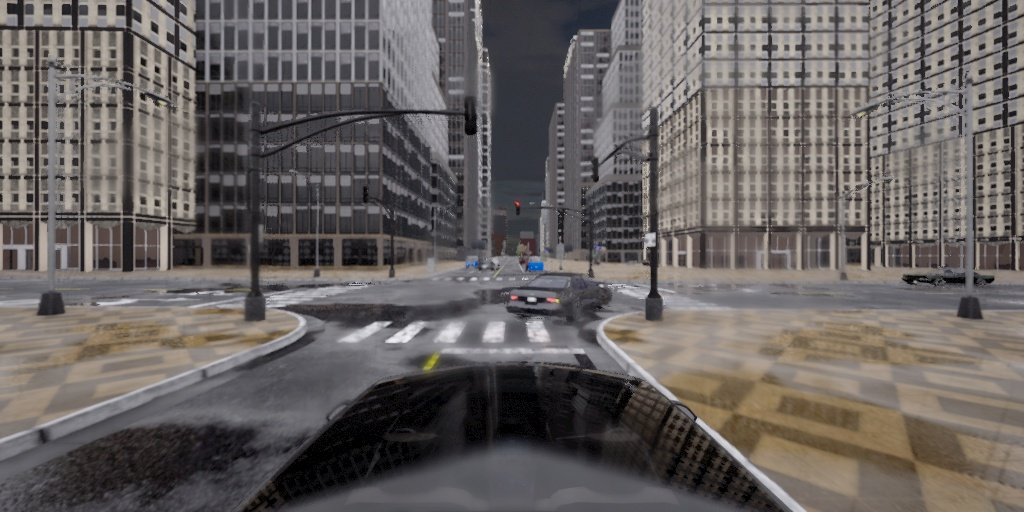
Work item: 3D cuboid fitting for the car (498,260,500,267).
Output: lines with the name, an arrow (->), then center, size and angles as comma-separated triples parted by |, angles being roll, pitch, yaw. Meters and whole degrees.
car -> -3.092, 1.086, 61.414 | 1.812, 1.442, 4.674 | 0, 0, 1

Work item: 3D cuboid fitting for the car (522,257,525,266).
car -> 2.609, 1.153, 46.341 | 1.888, 1.381, 4.507 | 0, 0, 0

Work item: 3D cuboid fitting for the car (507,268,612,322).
car -> 1.843, 1.267, 12.244 | 2.033, 1.411, 5.357 | 0, 0, 31

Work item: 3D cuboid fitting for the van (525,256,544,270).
van -> 2.679, 0.967, 40.803 | 1.690, 1.789, 3.998 | 0, 0, 0

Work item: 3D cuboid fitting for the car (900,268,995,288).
car -> 30.647, 1.518, 25.339 | 4.718, 1.301, 1.895 | 0, 0, -1

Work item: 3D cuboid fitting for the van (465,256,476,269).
van -> -5.774, 0.932, 51.909 | 1.690, 1.789, 3.998 | 0, 0, 0

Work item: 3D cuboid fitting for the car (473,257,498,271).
car -> -3.200, 1.105, 44.875 | 2.128, 1.511, 4.902 | 0, 0, 0
